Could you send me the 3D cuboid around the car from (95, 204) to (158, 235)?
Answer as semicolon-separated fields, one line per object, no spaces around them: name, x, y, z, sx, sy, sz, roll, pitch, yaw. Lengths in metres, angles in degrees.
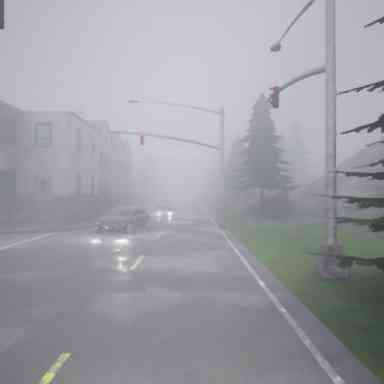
car;-3.868;1.605;19.629;1.837;1.490;4.892;3;1;13

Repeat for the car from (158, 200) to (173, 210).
car;-3.590;1.742;44.374;1.895;1.301;4.718;0;0;0
